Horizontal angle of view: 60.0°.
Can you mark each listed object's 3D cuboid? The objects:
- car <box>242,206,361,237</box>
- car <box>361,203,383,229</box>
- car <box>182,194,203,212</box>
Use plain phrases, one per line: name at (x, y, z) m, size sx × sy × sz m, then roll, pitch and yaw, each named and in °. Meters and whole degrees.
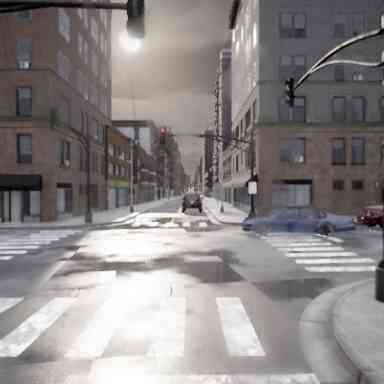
car at (5.295, 1.450, 16.879) m, size 5.357 × 1.411 × 2.033 m, roll -1°, pitch 1°, yaw 15°
car at (12.065, 1.112, 18.641) m, size 5.009 × 1.841 × 2.192 m, roll -1°, pitch 1°, yaw 0°
car at (0.021, 1.213, 38.238) m, size 2.150 × 2.045 × 5.566 m, roll 0°, pitch 0°, yaw 0°
